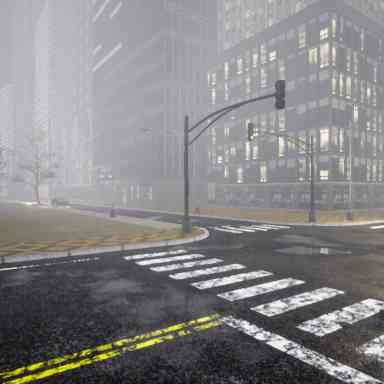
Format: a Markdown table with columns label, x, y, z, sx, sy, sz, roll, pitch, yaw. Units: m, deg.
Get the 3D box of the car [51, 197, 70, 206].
| label | x | y | z | sx | sy | sz | roll | pitch | yaw |
| --- | --- | --- | --- | --- | --- | --- | --- | --- | --- |
| car | -21.594 | 1.553 | 54.301 | 2.033 | 1.411 | 5.357 | 0 | 0 | -35 |
